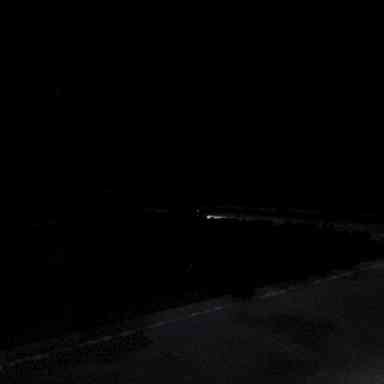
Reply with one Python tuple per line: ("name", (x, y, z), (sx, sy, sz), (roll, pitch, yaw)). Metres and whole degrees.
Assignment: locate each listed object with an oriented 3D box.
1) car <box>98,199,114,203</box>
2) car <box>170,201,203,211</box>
("car", (-13.463, 1.688, 51.680), (1.895, 1.301, 4.718), (0, 0, -35))
("car", (-0.572, 1.650, 33.519), (1.994, 1.385, 4.181), (0, 0, -36))
